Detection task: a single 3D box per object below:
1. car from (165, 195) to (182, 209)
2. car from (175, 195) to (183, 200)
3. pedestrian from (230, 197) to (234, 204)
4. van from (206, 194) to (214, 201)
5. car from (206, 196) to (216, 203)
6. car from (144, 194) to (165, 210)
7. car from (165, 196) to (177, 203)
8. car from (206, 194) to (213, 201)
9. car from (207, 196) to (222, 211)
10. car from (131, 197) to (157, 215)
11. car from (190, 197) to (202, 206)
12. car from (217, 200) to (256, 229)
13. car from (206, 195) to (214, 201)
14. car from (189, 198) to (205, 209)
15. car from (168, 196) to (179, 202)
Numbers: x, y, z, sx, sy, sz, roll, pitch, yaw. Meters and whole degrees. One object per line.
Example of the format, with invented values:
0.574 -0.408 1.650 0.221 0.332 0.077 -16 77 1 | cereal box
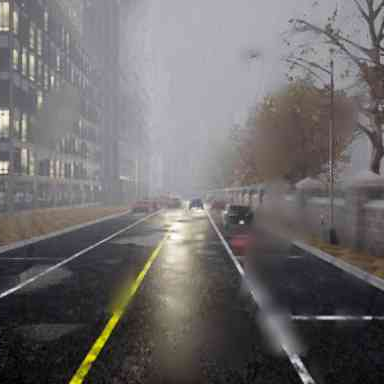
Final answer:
-2.320 1.481 44.420 1.837 1.490 4.892 0 0 2 | car
-3.514 1.505 90.190 2.008 1.369 4.403 0 0 2 | car
2.910 1.281 24.396 0.375 1.860 0.375 0 0 1 | pedestrian
4.302 1.302 79.535 1.690 1.788 3.998 0 0 2 | van
3.898 1.532 68.292 1.947 1.339 4.313 0 0 2 | car
-4.911 1.293 39.573 2.192 1.841 5.009 0 0 1 | car
-4.298 1.516 67.687 2.008 1.369 4.403 0 0 2 | car
3.712 1.514 62.655 1.887 1.381 4.507 0 0 2 | car
3.126 1.524 40.099 1.887 1.381 4.507 0 0 1 | car
-5.014 1.526 33.947 1.887 1.381 4.507 0 0 1 | car
0.772 1.573 55.222 1.895 1.301 4.718 0 0 2 | car
2.874 1.494 21.458 1.837 1.490 4.892 0 0 1 | car
4.499 1.509 85.149 2.008 1.369 4.403 0 0 2 | car
0.588 1.504 44.175 1.812 1.442 4.674 0 0 2 | car
-4.100 1.513 73.304 2.008 1.369 4.403 0 0 2 | car
